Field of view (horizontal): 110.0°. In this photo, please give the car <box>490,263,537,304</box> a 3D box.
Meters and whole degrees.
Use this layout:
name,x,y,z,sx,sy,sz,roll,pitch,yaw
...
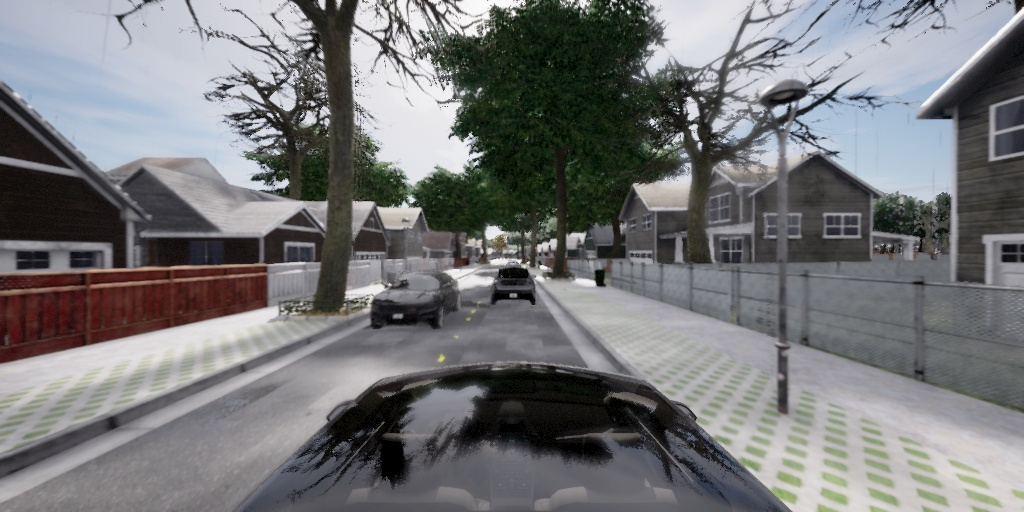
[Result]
name,x,y,z,sx,sy,sz,roll,pitch,yaw
car,0.069,1.253,16.182,1.837,1.490,4.892,0,1,0

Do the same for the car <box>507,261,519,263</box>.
name,x,y,z,sx,sy,sz,roll,pitch,yaw
car,0.096,1.296,38.927,2.033,1.411,5.357,0,0,0

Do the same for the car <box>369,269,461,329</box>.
name,x,y,z,sx,sy,sz,roll,pitch,yaw
car,-2.843,1.224,11.451,1.882,1.535,5.008,0,0,0
